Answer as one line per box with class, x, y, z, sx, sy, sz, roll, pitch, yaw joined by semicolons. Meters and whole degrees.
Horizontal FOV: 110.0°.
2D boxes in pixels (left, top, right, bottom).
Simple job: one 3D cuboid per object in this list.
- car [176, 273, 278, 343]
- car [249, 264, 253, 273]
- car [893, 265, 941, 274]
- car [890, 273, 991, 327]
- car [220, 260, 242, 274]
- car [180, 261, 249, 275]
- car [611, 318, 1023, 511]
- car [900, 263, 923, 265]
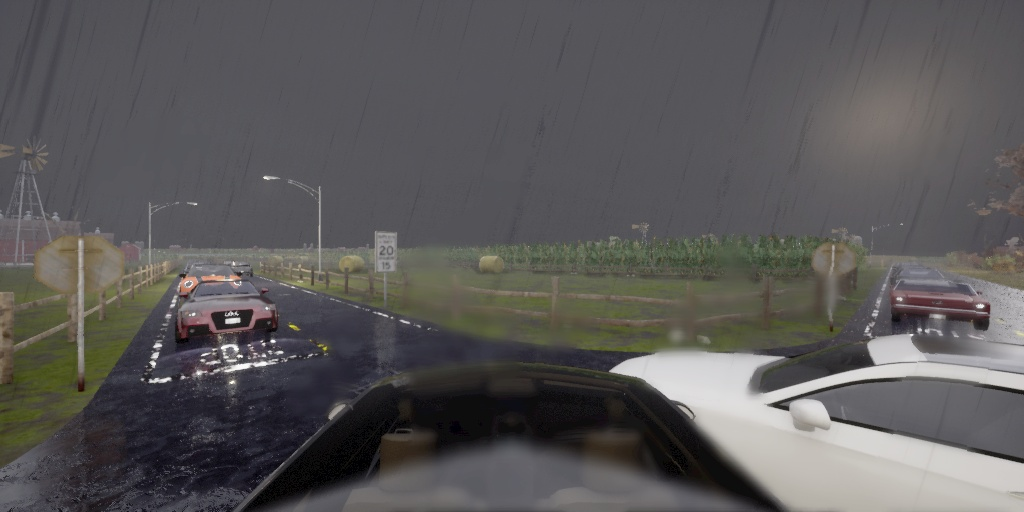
car;-7.965;1.355;9.966;1.994;1.385;4.181;0;0;-43
car;-27.070;1.284;35.631;2.128;1.511;4.902;0;0;-42
car;20.551;1.365;18.075;5.357;1.411;2.033;0;1;-43
car;13.490;1.399;11.494;4.718;1.301;1.895;0;1;-43
car;-33.809;1.306;43.072;1.837;1.490;4.892;0;0;-42
car;-13.757;1.141;16.435;2.097;1.767;4.553;0;0;-42
car;2.833;1.294;2.405;1.812;1.442;4.674;0;1;-44
car;27.290;1.403;24.346;4.181;1.385;1.994;0;1;-43
